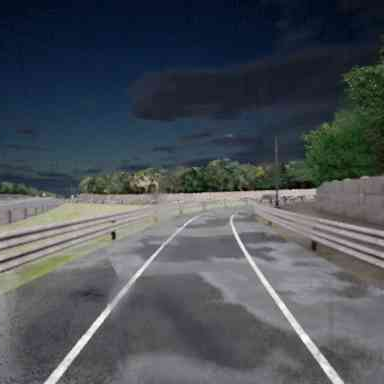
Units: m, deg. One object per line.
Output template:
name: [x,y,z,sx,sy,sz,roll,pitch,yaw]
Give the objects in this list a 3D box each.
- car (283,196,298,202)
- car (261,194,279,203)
car: [21.915,1.561,73.947,1.895,1.301,4.718,-1,0,42]
car: [15.452,1.358,65.584,2.150,2.045,5.566,-1,0,35]
